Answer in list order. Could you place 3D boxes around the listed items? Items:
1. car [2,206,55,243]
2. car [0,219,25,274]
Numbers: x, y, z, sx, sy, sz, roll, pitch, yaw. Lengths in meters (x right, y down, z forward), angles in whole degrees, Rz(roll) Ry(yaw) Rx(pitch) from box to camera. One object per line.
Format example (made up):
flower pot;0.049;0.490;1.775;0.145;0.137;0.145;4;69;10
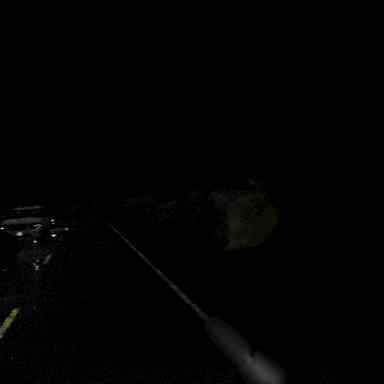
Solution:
car;-9.813;1.888;19.917;2.150;2.045;5.566;-3;-1;-18
car;-6.711;1.907;10.165;1.882;1.535;5.008;-3;-1;-18
